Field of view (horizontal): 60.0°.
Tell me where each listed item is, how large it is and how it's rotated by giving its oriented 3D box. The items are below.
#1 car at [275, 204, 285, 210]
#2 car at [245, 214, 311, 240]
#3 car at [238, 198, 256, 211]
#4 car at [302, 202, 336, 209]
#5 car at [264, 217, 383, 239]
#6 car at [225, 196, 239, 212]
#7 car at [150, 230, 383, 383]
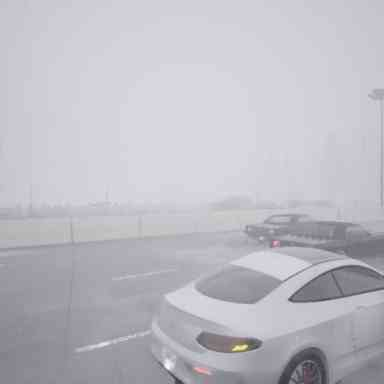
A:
[{"bbox_3d":[10.916,1.630,36.202,4.553,1.767,2.097,1,-1,-33],"label":"car"},{"bbox_3d":[4.745,1.658,15.113,4.718,1.301,1.895,1,0,-33],"label":"car"},{"bbox_3d":[7.857,1.755,38.377,4.902,1.511,2.128,1,-1,-33],"label":"car"},{"bbox_3d":[12.178,1.610,32.842,4.553,1.767,2.097,1,-1,-33],"label":"car"},{"bbox_3d":[4.848,1.639,10.986,4.718,1.301,1.895,0,0,-33],"label":"car"},{"bbox_3d":[4.799,1.471,40.555,5.566,2.045,2.150,1,-1,-33],"label":"car"},{"bbox_3d":[1.682,1.538,4.702,4.674,1.442,1.812,0,0,-33],"label":"car"}]
